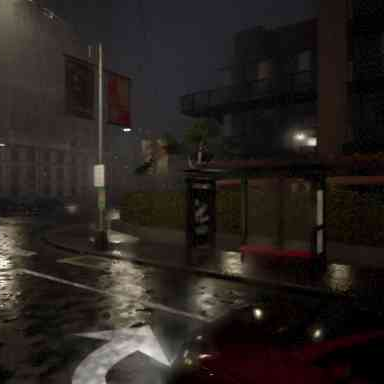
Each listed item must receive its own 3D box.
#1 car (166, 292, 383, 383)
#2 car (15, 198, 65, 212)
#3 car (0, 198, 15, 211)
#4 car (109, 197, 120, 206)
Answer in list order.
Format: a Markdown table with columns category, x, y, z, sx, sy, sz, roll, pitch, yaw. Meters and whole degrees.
| category | x | y | z | sx | sy | sz | roll | pitch | yaw |
| --- | --- | --- | --- | --- | --- | --- | --- | --- | --- |
| car | 1.805 | 1.564 | 2.660 | 4.181 | 1.385 | 1.994 | 0 | 0 | 36 |
| car | -16.871 | 1.425 | 37.666 | 1.837 | 1.490 | 4.892 | 0 | 0 | 35 |
| car | -21.967 | 1.417 | 36.679 | 1.837 | 1.490 | 4.892 | 0 | 0 | 37 |
| car | -10.772 | 1.404 | 52.324 | 2.128 | 1.511 | 4.902 | 0 | 0 | 35 |
